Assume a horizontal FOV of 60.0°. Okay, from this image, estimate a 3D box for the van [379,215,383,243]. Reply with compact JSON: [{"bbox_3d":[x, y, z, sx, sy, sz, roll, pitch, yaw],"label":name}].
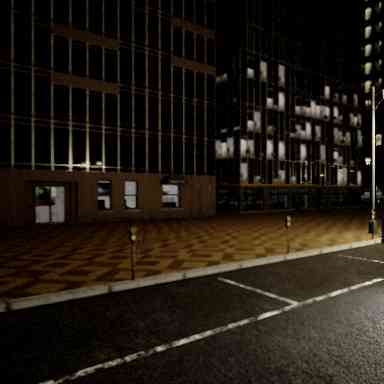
[{"bbox_3d":[8.925,1.336,12.930,3.998,1.788,1.690,0,0,-36],"label":"van"}]
